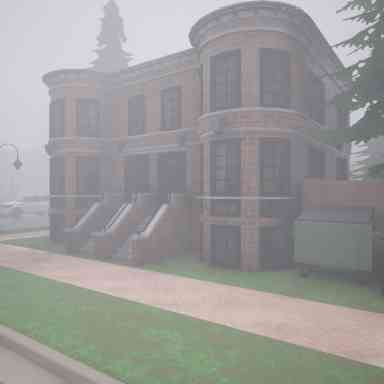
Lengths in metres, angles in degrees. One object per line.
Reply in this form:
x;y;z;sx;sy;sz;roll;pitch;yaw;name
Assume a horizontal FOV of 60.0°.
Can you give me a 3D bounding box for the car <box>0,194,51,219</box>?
-14.447;1.221;29.788;2.150;2.045;5.566;0;0;34;car
